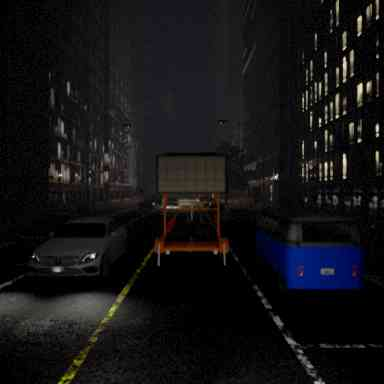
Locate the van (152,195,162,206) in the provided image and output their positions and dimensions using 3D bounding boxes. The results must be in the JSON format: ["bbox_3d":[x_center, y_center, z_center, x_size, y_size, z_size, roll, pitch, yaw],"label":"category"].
[{"bbox_3d":[-5.731,1.300,53.969,1.690,1.788,3.998,0,0,0],"label":"van"}]

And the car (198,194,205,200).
[{"bbox_3d":[2.621,1.413,93.819,1.887,1.381,4.507,0,0,0],"label":"car"}]

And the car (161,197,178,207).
[{"bbox_3d":[-3.135,1.510,51.624,2.033,1.411,5.357,0,0,0],"label":"car"}]

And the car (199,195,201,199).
[{"bbox_3d":[2.650,1.509,53.972,2.008,1.369,4.403,0,0,0],"label":"car"}]

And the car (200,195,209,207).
[{"bbox_3d":[2.654,1.518,48.279,2.008,1.369,4.403,0,0,0],"label":"car"}]

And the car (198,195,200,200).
[{"bbox_3d":[2.642,1.376,65.356,1.967,1.590,4.097,0,0,0],"label":"car"}]

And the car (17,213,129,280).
[{"bbox_3d":[-3.109,1.520,10.022,1.812,1.442,4.674,0,0,0],"label":"car"}]

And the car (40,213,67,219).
[{"bbox_3d":[-5.702,1.574,14.121,1.802,1.307,4.206,0,0,0],"label":"car"}]

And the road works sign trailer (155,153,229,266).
[{"bbox_3d":[-0.009,0.458,11.449,2.380,3.560,2.880,0,0,0],"label":"road works sign trailer"}]

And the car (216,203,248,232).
[{"bbox_3d":[2.675,1.571,19.816,1.802,1.307,4.206,0,0,0],"label":"car"}]

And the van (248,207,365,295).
[{"bbox_3d":[2.683,1.336,8.432,1.690,1.788,3.998,0,0,0],"label":"van"}]

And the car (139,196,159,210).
[{"bbox_3d":[-5.723,1.525,42.584,2.008,1.369,4.403,0,0,0],"label":"car"}]

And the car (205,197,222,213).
[{"bbox_3d":[2.662,1.561,36.894,1.802,1.307,4.206,0,0,0],"label":"car"}]

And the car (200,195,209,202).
[{"bbox_3d":[2.637,1.363,71.049,1.967,1.590,4.097,0,0,0],"label":"car"}]
